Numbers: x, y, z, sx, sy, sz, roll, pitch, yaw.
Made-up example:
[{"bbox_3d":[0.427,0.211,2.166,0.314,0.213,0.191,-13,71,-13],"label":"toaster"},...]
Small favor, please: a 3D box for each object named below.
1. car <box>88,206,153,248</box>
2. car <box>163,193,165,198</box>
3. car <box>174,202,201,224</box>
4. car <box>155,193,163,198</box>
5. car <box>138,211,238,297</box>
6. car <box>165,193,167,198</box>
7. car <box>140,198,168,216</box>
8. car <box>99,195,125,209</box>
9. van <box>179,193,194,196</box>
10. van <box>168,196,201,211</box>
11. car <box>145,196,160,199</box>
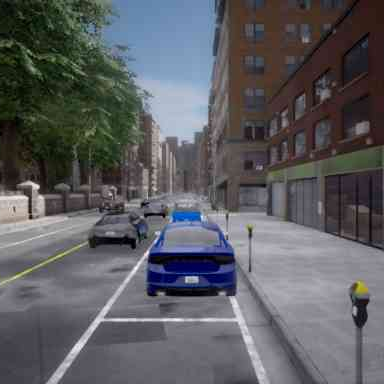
[{"bbox_3d":[-3.143,1.559,14.869,1.994,1.385,4.181,0,0,0],"label":"car"},{"bbox_3d":[-8.815,1.450,86.079,2.008,1.369,4.403,0,0,0],"label":"car"},{"bbox_3d":[-0.290,1.532,25.659,1.887,1.381,4.507,0,0,0],"label":"car"},{"bbox_3d":[-8.815,1.432,80.459,1.752,1.417,4.829,0,0,0],"label":"car"},{"bbox_3d":[-0.005,1.475,8.650,1.882,1.535,5.008,0,0,0],"label":"car"},{"bbox_3d":[-8.815,1.438,91.530,1.887,1.381,4.507,0,0,0],"label":"car"},{"bbox_3d":[-3.142,1.548,29.842,1.994,1.385,4.181,0,0,0],"label":"car"},{"bbox_3d":[-8.815,1.291,36.940,2.192,1.841,5.009,0,0,0],"label":"car"},{"bbox_3d":[-0.290,1.317,36.980,1.690,1.788,3.998,0,0,0],"label":"van"},{"bbox_3d":[-0.290,1.333,19.998,1.690,1.788,3.998,0,0,0],"label":"van"},{"bbox_3d":[-6.147,1.562,47.199,1.895,1.301,4.718,0,0,0],"label":"car"}]
